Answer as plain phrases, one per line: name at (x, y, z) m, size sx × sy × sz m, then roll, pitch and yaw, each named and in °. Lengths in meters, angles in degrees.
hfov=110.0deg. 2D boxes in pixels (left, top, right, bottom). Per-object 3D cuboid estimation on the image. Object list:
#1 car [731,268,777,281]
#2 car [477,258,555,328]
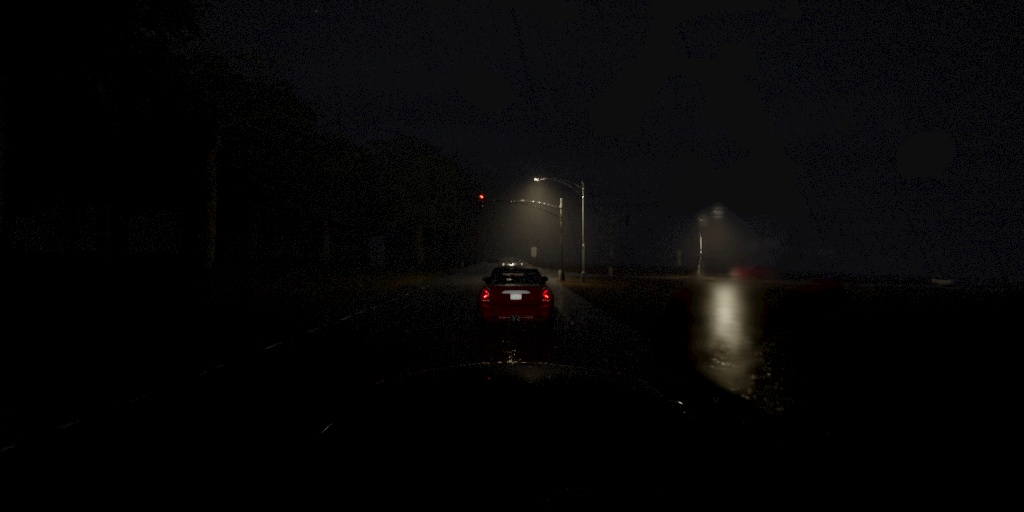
car at (27.429, 2.059, 40.666) m, size 4.674 × 1.442 × 1.812 m, roll 2°, pitch 0°, yaw 0°
car at (0.105, 1.067, 11.438) m, size 2.097 × 1.767 × 4.553 m, roll 0°, pitch 0°, yaw 0°
